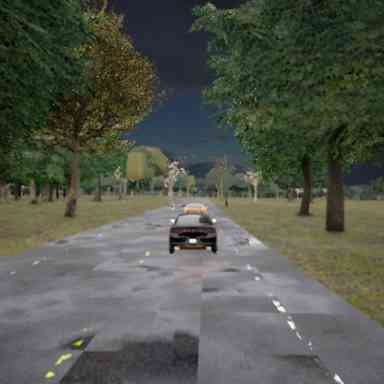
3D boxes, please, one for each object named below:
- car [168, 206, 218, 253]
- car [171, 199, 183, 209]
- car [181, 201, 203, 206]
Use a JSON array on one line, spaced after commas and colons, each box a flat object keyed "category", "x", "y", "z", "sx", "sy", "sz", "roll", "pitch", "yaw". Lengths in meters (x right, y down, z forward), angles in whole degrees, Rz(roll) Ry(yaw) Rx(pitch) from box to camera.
[{"category": "car", "x": 0.066, "y": 1.619, "z": 14.440, "sx": 1.882, "sy": 1.535, "sz": 5.008, "roll": 0, "pitch": 0, "yaw": 1}, {"category": "car", "x": -2.349, "y": 1.952, "z": 57.273, "sx": 2.097, "sy": 1.767, "sz": 4.553, "roll": 0, "pitch": -1, "yaw": 2}, {"category": "car", "x": 0.306, "y": 1.772, "z": 29.438, "sx": 1.882, "sy": 1.535, "sz": 5.008, "roll": 0, "pitch": 0, "yaw": 2}]
